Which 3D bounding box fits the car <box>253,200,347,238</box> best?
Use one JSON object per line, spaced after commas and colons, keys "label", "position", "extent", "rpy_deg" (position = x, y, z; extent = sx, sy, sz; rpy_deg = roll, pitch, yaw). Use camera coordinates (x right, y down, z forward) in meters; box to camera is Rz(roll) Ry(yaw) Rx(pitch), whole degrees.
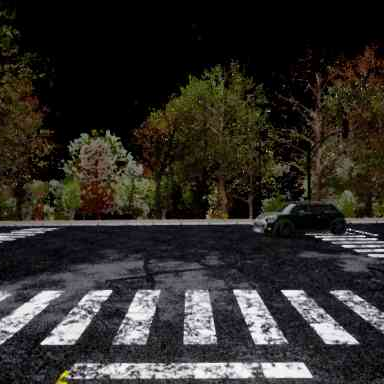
{"label": "car", "position": [5.430, 1.293, 16.980], "extent": [4.553, 1.767, 2.097], "rpy_deg": [0, -1, -14]}

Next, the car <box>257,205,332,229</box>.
{"label": "car", "position": [6.441, 1.554, 21.293], "extent": [4.181, 1.385, 1.994], "rpy_deg": [-1, -1, 1]}
